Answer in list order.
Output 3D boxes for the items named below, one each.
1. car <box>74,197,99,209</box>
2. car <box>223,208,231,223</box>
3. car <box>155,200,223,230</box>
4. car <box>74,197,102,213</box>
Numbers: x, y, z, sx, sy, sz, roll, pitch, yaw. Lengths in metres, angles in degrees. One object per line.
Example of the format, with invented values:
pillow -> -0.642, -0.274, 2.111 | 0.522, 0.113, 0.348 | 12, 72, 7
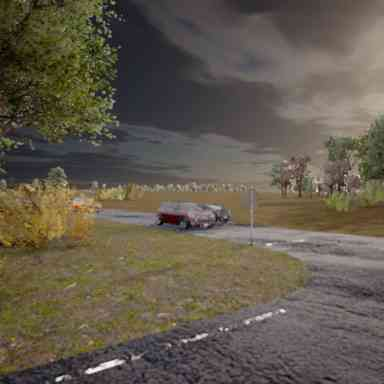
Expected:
car -> -15.040, 1.535, 47.154 | 1.882, 1.535, 5.008 | 1, 0, -35
car -> 0.944, 1.557, 24.896 | 1.812, 1.442, 4.674 | 1, 0, -36
car -> -0.477, 1.358, 21.325 | 2.097, 1.767, 4.553 | 1, 0, -36
car -> -11.704, 1.377, 37.066 | 2.097, 1.767, 4.553 | 1, 0, -35
